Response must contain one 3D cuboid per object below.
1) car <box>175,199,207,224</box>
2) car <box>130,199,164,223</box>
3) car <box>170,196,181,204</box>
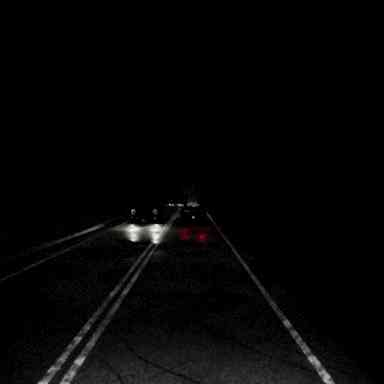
[{"bbox_3d":[0.099,1.509,25.036,2.128,1.511,4.902,0,0,0],"label":"car"},{"bbox_3d":[-3.350,1.367,25.225,2.097,1.767,4.553,0,0,0],"label":"car"},{"bbox_3d":[-3.187,1.559,65.757,2.097,1.767,4.553,0,0,1],"label":"car"}]
